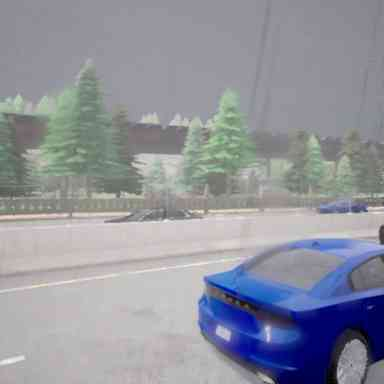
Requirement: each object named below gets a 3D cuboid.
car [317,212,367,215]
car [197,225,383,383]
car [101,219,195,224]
[{"bbox_3d":[13.553,1.450,30.213,5.008,1.535,1.882,0,0,-21],"label":"car"},{"bbox_3d":[2.456,1.472,5.165,5.008,1.535,1.882,0,0,-32],"label":"car"},{"bbox_3d":[-1.738,1.441,15.091,4.892,1.490,1.837,0,0,-30],"label":"car"}]
